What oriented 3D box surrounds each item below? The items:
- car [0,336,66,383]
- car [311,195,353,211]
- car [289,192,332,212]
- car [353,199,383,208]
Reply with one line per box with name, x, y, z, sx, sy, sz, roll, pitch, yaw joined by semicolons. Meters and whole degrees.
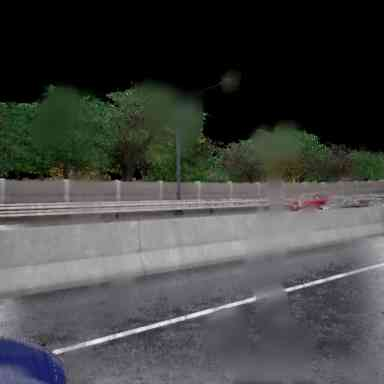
car;-3.035;1.529;1.591;4.674;1.442;1.812;0;0;-35
car;13.722;1.346;30.844;4.902;1.511;2.128;0;0;-35
car;12.372;1.071;34.178;5.566;2.045;2.150;0;0;-35
car;16.250;1.342;28.347;4.902;1.511;2.128;0;0;-35
